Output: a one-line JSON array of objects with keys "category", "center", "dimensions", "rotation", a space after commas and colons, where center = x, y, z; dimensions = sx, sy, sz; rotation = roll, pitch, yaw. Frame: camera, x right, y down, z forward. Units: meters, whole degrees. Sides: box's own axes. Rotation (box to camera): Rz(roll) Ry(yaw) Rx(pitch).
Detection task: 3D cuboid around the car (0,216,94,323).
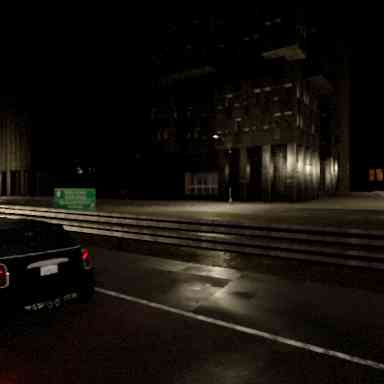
[{"category": "car", "center": [-4.117, 1.302, 6.813], "dimensions": [4.553, 1.767, 2.097], "rotation": [1, 0, 36]}]
